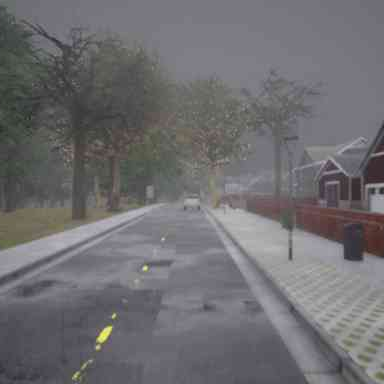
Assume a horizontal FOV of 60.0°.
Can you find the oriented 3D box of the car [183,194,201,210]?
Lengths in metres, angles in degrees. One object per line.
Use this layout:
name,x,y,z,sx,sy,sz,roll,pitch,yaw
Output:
car,-0.002,1.312,45.226,2.150,2.045,5.566,0,0,0
